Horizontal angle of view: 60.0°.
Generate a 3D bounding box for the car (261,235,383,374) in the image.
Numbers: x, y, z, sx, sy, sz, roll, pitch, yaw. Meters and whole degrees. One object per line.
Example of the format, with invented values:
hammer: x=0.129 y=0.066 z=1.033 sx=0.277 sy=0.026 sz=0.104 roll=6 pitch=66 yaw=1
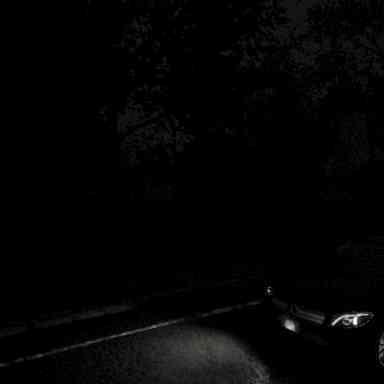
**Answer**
car: x=3.314 y=1.508 z=5.646 sx=4.674 sy=1.442 sz=1.812 roll=0 pitch=0 yaw=-31
